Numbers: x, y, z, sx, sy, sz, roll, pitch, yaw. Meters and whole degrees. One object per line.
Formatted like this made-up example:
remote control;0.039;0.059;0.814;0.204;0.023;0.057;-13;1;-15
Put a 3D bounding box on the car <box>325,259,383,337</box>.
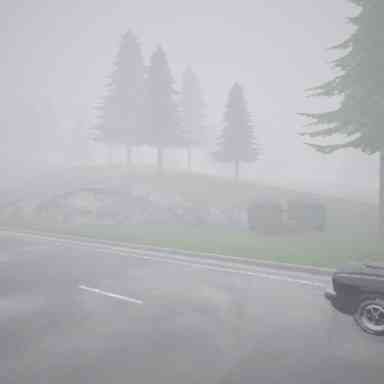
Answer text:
car;4.608;1.601;5.006;4.718;1.301;1.895;0;0;35
